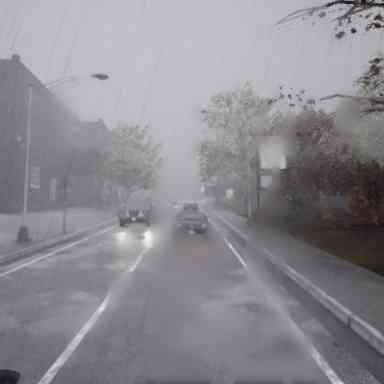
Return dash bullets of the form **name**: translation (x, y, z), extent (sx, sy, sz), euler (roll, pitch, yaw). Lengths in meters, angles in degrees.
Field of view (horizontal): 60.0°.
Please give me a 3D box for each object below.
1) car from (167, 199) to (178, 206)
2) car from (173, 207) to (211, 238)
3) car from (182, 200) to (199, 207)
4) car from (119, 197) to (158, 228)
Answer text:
- **car**: translation (-3.911, 2.011, 66.759), extent (1.994, 1.385, 4.181), euler (0, 0, 0)
- **car**: translation (-0.011, 1.727, 18.457), extent (1.895, 1.301, 4.718), euler (0, 0, 0)
- **car**: translation (-0.162, 1.790, 41.720), extent (1.837, 1.490, 4.892), euler (0, 0, 0)
- **car**: translation (-3.747, 1.390, 24.071), extent (2.150, 2.045, 5.566), euler (0, 0, 0)
